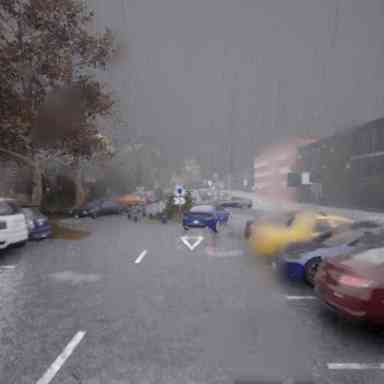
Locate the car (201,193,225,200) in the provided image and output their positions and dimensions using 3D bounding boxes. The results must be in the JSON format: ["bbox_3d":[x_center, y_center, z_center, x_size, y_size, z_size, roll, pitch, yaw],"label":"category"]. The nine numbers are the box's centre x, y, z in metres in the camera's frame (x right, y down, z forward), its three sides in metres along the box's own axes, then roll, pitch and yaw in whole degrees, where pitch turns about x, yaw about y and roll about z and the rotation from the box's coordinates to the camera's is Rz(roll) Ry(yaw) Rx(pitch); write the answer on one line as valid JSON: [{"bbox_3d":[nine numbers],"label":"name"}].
[{"bbox_3d":[4.446,0.994,71.198,5.008,1.535,2.097,0,1,0],"label":"car"}]

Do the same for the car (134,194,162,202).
[{"bbox_3d":[-8.153,1.142,62.572,5.008,1.535,2.097,0,0,0],"label":"car"}]

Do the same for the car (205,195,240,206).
[{"bbox_3d":[4.385,1.192,48.573,5.008,1.535,2.097,0,0,0],"label":"car"}]

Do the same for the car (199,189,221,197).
[{"bbox_3d":[4.423,0.922,54.223,5.566,2.045,2.435,0,0,0],"label":"car"}]

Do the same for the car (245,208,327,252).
[{"bbox_3d":[4.726,1.460,11.293,5.366,1.575,1.946,0,0,0],"label":"car"}]

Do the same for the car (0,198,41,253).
[{"bbox_3d":[-8.568,1.212,11.296,5.566,2.045,2.435,0,0,0],"label":"car"}]

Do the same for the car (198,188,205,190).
[{"bbox_3d":[4.447,0.572,85.321,4.553,1.767,2.185,0,1,0],"label":"car"}]

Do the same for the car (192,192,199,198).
[{"bbox_3d":[0.037,1.153,69.360,1.895,1.301,4.718,0,1,0],"label":"car"}]

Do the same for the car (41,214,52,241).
[{"bbox_3d":[-8.509,1.334,14.081,4.553,1.767,2.185,0,0,0],"label":"car"}]

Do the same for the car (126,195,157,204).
[{"bbox_3d":[-8.153,1.203,54.089,4.792,1.488,2.163,0,0,0],"label":"car"}]

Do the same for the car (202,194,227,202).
[{"bbox_3d":[4.423,1.147,65.540,4.674,1.452,2.002,0,1,0],"label":"car"}]

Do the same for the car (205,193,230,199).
[{"bbox_3d":[4.362,1.251,42.921,4.674,1.452,2.002,0,0,0],"label":"car"}]

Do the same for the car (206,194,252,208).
[{"bbox_3d":[4.321,1.260,37.269,4.792,1.488,2.163,0,0,0],"label":"car"}]

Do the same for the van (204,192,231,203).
[{"bbox_3d":[4.286,0.938,57.049,4.442,1.987,1.878,0,0,0],"label":"van"}]

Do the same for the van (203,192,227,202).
[{"bbox_3d":[4.301,0.916,62.580,4.442,1.987,1.878,0,0,0],"label":"van"}]

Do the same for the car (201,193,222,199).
[{"bbox_3d":[4.453,0.915,76.849,4.674,1.452,2.002,0,1,0],"label":"car"}]

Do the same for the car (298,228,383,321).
[{"bbox_3d":[4.538,1.512,5.727,4.674,1.452,2.002,0,0,0],"label":"car"}]

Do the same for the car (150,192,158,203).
[{"bbox_3d":[-8.197,1.184,51.391,4.892,1.521,2.231,0,0,0],"label":"car"}]

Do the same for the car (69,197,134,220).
[{"bbox_3d":[-7.434,1.390,27.210,2.033,1.411,5.357,0,1,27],"label":"car"}]

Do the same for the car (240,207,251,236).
[{"bbox_3d":[4.525,1.500,13.935,4.674,1.452,2.002,-1,0,0],"label":"car"}]

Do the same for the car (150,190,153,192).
[{"bbox_3d":[-8.138,0.904,59.736,5.566,2.045,2.435,0,0,0],"label":"car"}]

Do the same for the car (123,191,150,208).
[{"bbox_3d":[-8.183,1.085,42.919,4.553,1.767,2.185,0,0,0],"label":"car"}]

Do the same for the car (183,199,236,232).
[{"bbox_3d":[1.040,1.439,20.207,1.882,1.535,5.008,-1,0,19],"label":"car"}]

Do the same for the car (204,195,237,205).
[{"bbox_3d":[4.382,1.183,51.398,5.008,1.535,2.097,0,0,0],"label":"car"}]

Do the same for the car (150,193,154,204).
[{"bbox_3d":[-8.202,1.202,45.619,5.008,1.535,2.097,0,0,0],"label":"car"}]

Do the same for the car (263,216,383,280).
[{"bbox_3d":[4.511,1.497,8.510,4.792,1.488,2.163,0,0,0],"label":"car"}]

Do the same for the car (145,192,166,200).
[{"bbox_3d":[-8.092,0.812,73.872,4.553,1.767,2.185,0,1,0],"label":"car"}]

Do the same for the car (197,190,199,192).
[{"bbox_3d":[0.049,0.779,80.063,1.994,1.385,4.181,0,1,0],"label":"car"}]

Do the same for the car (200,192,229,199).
[{"bbox_3d":[4.187,1.199,45.747,5.366,1.575,1.946,0,0,0],"label":"car"}]

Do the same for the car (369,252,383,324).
[{"bbox_3d":[4.569,1.505,2.944,4.792,1.488,2.163,0,0,0],"label":"car"}]
